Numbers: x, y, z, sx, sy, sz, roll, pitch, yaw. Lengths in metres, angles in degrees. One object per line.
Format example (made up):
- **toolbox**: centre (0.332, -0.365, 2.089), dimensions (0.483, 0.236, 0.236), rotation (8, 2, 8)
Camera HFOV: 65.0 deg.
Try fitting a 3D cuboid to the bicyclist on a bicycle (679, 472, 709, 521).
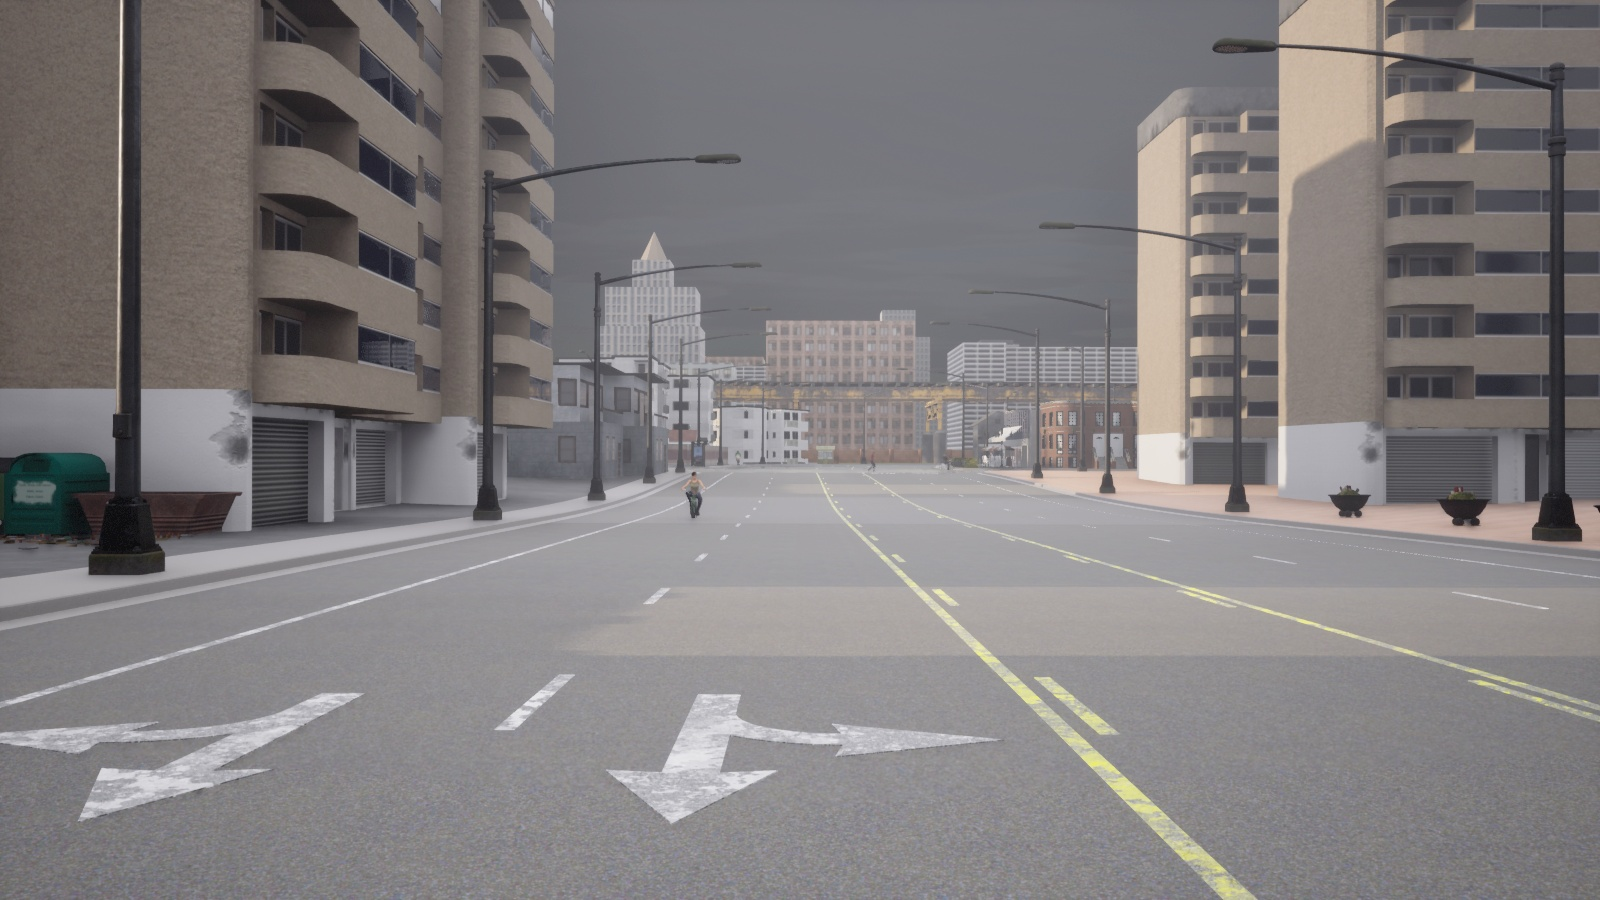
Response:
- **bicyclist on a bicycle**: centre (-3.599, 1.570, 42.662), dimensions (0.866, 1.612, 1.509), rotation (0, -1, 0)
